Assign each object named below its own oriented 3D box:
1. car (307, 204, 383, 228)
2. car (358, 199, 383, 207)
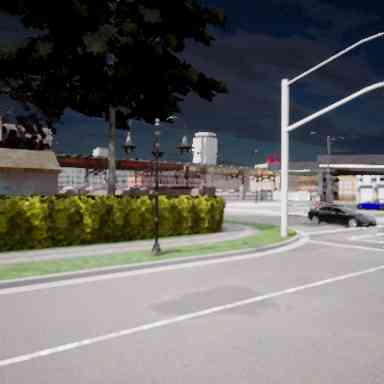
[{"bbox_3d":[10.788,1.751,24.227,1.837,1.490,4.892,1,2,-35],"label":"car"},{"bbox_3d":[25.430,1.743,46.376,2.242,1.667,4.611,1,0,-35],"label":"car"}]
